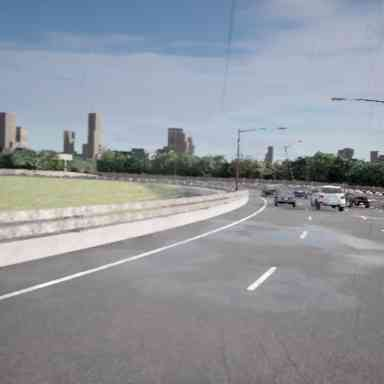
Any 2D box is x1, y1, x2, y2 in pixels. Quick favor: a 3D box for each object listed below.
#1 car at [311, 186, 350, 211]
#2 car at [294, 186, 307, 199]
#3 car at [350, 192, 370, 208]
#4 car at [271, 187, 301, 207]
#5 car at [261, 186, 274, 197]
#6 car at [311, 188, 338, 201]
[{"bbox_3d":[11.927,0.477,29.381,2.150,2.045,5.566,3,3,14],"label":"car"},{"bbox_3d":[14.884,-0.009,47.313,2.097,1.767,4.553,2,2,5],"label":"car"},{"bbox_3d":[16.528,0.759,33.897,1.837,1.490,4.892,3,3,10],"label":"car"},{"bbox_3d":[8.888,0.582,31.795,2.033,1.411,5.357,3,2,13],"label":"car"},{"bbox_3d":[11.527,-0.071,49.362,1.837,1.490,4.892,3,3,4],"label":"car"},{"bbox_3d":[18.302,0.315,46.175,2.128,1.511,4.902,2,2,4],"label":"car"}]
